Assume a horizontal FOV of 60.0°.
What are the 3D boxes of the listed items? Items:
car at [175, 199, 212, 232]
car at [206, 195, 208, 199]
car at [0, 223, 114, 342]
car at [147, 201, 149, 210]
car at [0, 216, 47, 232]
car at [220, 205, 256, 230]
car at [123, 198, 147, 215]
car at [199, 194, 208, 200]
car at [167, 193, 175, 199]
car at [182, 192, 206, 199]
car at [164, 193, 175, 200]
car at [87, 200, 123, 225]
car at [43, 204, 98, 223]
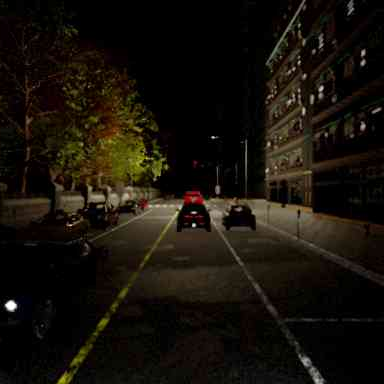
[{"bbox_3d":[0.101,1.403,19.394,1.837,1.490,4.892,0,1,0],"label":"car"},{"bbox_3d":[2.713,1.201,74.310,1.947,1.339,4.313,0,0,0],"label":"car"},{"bbox_3d":[-3.100,1.565,6.510,1.895,1.301,4.718,0,0,0],"label":"car"},{"bbox_3d":[-5.807,1.354,36.394,1.887,1.381,4.507,0,0,0],"label":"car"},{"bbox_3d":[-5.685,1.535,8.702,1.802,1.307,4.206,0,0,0],"label":"car"},{"bbox_3d":[2.698,1.445,19.779,2.008,1.369,4.403,0,0,0],"label":"car"},{"bbox_3d":[-5.757,1.388,30.854,2.008,1.369,4.403,0,0,0],"label":"car"},{"bbox_3d":[2.715,1.177,79.943,1.947,1.339,4.313,0,0,0],"label":"car"},{"bbox_3d":[-5.661,1.006,91.210,1.967,1.590,4.097,0,0,0],"label":"car"},{"bbox_3d":[0.112,1.019,38.373,2.150,2.045,5.566,0,0,-1],"label":"car"},{"bbox_3d":[-5.665,1.194,79.945,1.802,1.307,4.206,0,0,0],"label":"car"},{"bbox_3d":[-5.682,1.334,19.779,1.967,1.590,4.097,0,0,0],"label":"car"},{"bbox_3d":[-5.684,1.449,14.070,1.752,1.417,4.829,0,0,0],"label":"car"}]
